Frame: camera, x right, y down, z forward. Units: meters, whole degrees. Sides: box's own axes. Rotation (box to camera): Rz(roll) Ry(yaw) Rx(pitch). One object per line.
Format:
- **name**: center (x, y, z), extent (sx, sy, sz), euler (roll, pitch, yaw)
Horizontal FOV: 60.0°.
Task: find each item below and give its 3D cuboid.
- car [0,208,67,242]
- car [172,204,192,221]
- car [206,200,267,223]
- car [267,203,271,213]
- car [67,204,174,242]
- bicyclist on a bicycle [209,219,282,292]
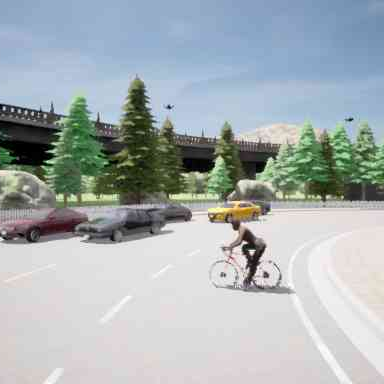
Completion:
- **car**: center (-7.140, 1.525, 16.567), extent (1.812, 1.442, 4.674), euler (0, 0, 25)
- **car**: center (-1.899, 1.563, 24.976), extent (1.994, 1.385, 4.181), euler (0, 0, 42)
- **car**: center (3.277, 1.477, 25.565), extent (5.008, 1.535, 1.882), euler (0, 0, -42)
- **car**: center (5.344, 1.490, 31.738), extent (4.902, 1.511, 2.128), euler (0, 0, -34)
- **car**: center (-3.327, 1.547, 16.733), extent (2.033, 1.411, 5.357), euler (0, 0, 28)
- **bicyclist on a bicycle**: center (1.184, 1.441, 7.603), extent (1.656, 1.620, 0.582), euler (-2, 0, 11)
